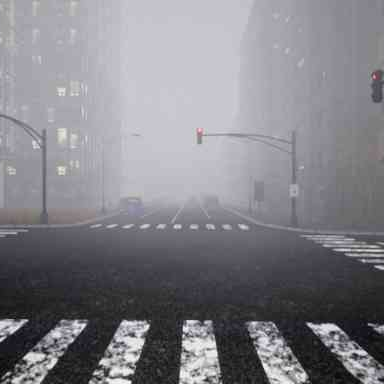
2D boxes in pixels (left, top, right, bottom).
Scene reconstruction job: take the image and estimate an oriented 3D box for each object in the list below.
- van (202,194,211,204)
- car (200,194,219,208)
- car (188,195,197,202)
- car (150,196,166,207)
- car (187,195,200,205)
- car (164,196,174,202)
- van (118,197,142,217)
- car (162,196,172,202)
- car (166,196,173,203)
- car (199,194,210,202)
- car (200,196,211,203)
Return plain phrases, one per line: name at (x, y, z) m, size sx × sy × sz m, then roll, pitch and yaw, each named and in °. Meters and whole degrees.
van at (2.756, 1.361, 63.944) m, size 1.690 × 1.788 × 3.998 m, roll 0°, pitch 0°, yaw 0°
car at (2.739, 1.326, 47.291) m, size 2.192 × 1.841 × 5.009 m, roll 0°, pitch 0°, yaw 0°
car at (0.076, 1.374, 70.141) m, size 1.837 × 1.490 × 4.892 m, roll 0°, pitch 0°, yaw 0°
car at (-5.635, 1.539, 52.679) m, size 1.752 × 1.417 × 4.829 m, roll 0°, pitch 0°, yaw 0°
car at (0.067, 1.618, 60.165) m, size 1.895 × 1.301 × 4.718 m, roll 0°, pitch 0°, yaw 0°
car at (-5.606, 1.583, 80.604) m, size 2.008 × 1.369 × 4.403 m, roll 0°, pitch 0°, yaw 0°
van at (-5.658, 1.345, 30.646) m, size 1.690 × 1.788 × 3.998 m, roll 0°, pitch 0°, yaw 0°
car at (-5.613, 1.553, 74.883) m, size 1.752 × 1.417 × 4.829 m, roll 0°, pitch 0°, yaw 0°
car at (-5.618, 1.464, 69.502) m, size 1.967 × 1.590 × 4.097 m, roll 0°, pitch 0°, yaw 0°
car at (2.768, 1.343, 75.045) m, size 2.192 × 1.841 × 5.009 m, roll 0°, pitch 0°, yaw 0°
car at (2.763, 1.574, 69.494) m, size 2.008 × 1.369 × 4.403 m, roll 0°, pitch 0°, yaw 0°
